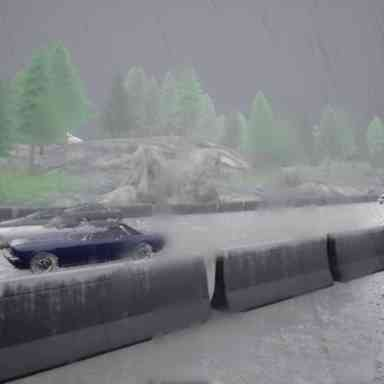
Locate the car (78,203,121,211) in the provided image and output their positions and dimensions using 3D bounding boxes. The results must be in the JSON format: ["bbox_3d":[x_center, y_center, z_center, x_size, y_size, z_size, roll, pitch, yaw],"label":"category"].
[{"bbox_3d":[-6.728,1.482,20.686,4.892,1.490,1.837,0,0,-35],"label":"car"}]

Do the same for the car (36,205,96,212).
[{"bbox_3d":[-7.162,1.554,16.078,4.181,1.385,1.994,0,0,-35],"label":"car"}]

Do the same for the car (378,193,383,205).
[{"bbox_3d":[27.368,0.666,44.964,5.566,2.045,2.150,-1,1,-35],"label":"car"}]

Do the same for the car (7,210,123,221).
[{"bbox_3d":[-5.185,1.591,13.190,4.718,1.301,1.895,0,0,-35],"label":"car"}]

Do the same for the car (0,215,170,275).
[{"bbox_3d":[-3.153,1.591,10.340,4.718,1.301,1.895,0,0,-35],"label":"car"}]
